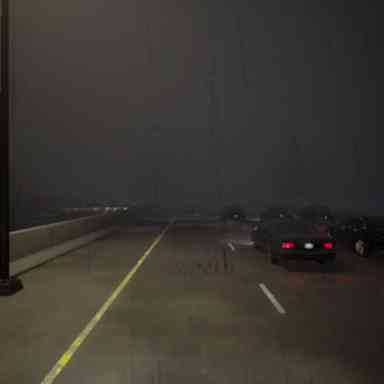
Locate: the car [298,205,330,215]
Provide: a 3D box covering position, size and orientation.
[{"bbox_3d":[10.518,1.812,28.462,2.128,1.511,4.902,0,0,0],"label":"car"}]

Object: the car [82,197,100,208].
[{"bbox_3d":[-18.441,2.166,61.994,1.882,1.535,5.008,0,-1,-5],"label":"car"}]

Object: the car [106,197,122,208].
[{"bbox_3d":[-14.982,2.201,62.704,1.837,1.490,4.892,0,-1,-6],"label":"car"}]

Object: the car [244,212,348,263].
[{"bbox_3d":[3.510,1.688,12.481,2.033,1.411,5.357,0,-1,0],"label":"car"}]

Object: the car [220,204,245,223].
[{"bbox_3d":[3.525,1.804,29.212,1.882,1.535,5.008,0,0,0],"label":"car"}]

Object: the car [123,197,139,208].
[{"bbox_3d":[-11.543,2.209,63.388,1.837,1.490,4.892,0,-1,-6],"label":"car"}]

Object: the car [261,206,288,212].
[{"bbox_3d":[7.018,1.881,28.297,1.994,1.385,4.181,0,-1,0],"label":"car"}]

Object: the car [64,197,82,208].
[{"bbox_3d":[-21.896,1.905,61.712,2.150,2.045,5.566,0,0,-5],"label":"car"}]

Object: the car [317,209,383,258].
[{"bbox_3d":[7.019,1.659,13.465,1.837,1.490,4.892,0,0,0],"label":"car"}]
